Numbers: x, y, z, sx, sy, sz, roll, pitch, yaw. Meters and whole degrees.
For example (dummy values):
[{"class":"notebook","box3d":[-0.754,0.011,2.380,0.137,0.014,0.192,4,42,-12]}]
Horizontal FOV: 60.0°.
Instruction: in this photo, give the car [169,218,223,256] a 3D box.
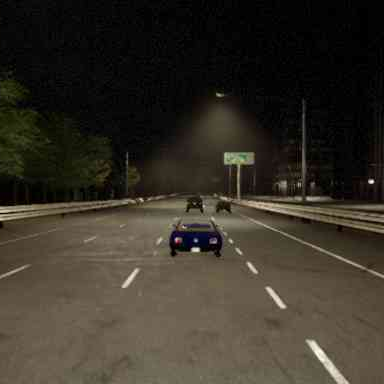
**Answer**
[{"class":"car","box3d":[0.151,1.727,13.688,1.895,1.301,4.718,0,-1,0]}]

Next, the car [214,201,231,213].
[{"class":"car","box3d":[3.954,1.908,42.989,1.837,1.490,4.892,0,0,0]}]

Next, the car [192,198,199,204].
[{"class":"car","box3d":[0.835,2.130,81.361,1.812,1.442,4.674,0,0,1]}]

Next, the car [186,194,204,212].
[{"class":"car","box3d":[0.374,1.618,45.331,2.150,2.045,5.566,0,0,1]}]
